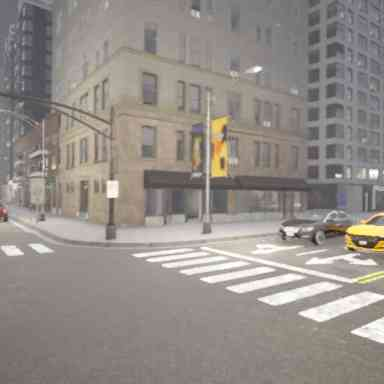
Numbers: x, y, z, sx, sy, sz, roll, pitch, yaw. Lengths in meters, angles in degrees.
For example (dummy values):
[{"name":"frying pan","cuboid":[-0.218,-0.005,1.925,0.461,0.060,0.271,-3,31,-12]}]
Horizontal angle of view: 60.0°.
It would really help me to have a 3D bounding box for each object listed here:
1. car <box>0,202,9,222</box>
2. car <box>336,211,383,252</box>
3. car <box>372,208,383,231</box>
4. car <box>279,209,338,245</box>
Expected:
[{"name":"car","cuboid":[-15.358,1.441,25.548,1.967,1.590,4.097,1,0,-35]},{"name":"car","cuboid":[8.254,1.592,13.554,5.008,1.535,1.882,1,0,-35]},{"name":"car","cuboid":[14.215,1.737,21.765,5.357,1.411,2.033,1,0,-35]},{"name":"car","cuboid":[6.236,1.605,16.169,4.902,1.511,2.128,1,0,-39]}]
